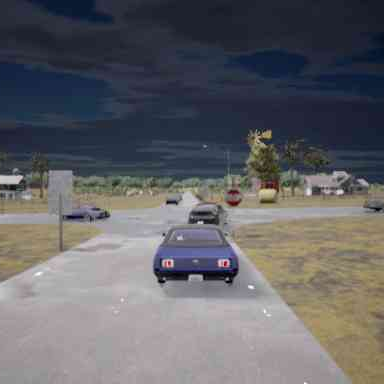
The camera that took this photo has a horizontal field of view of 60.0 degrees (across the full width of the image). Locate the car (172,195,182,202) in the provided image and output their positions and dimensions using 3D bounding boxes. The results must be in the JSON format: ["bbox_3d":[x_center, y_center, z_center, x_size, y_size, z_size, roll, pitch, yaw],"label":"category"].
[{"bbox_3d":[-3.204,1.311,70.923,1.994,1.385,4.181,0,0,-1],"label":"car"}]

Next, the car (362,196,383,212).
[{"bbox_3d":[17.889,1.021,29.057,5.357,1.411,2.033,-1,1,0],"label":"car"}]

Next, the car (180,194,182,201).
[{"bbox_3d":[-3.157,1.285,60.861,1.837,1.490,4.892,0,0,0],"label":"car"}]

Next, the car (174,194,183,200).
[{"bbox_3d":[-3.302,1.241,82.021,1.837,1.490,4.892,0,0,-1],"label":"car"}]

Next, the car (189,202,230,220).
[{"bbox_3d":[1.123,1.418,20.712,1.837,1.490,4.892,0,1,15],"label":"car"}]

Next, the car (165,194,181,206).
[{"bbox_3d":[-3.097,1.407,51.577,1.895,1.301,4.718,0,0,-1],"label":"car"}]

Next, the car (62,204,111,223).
[{"bbox_3d":[-8.677,1.657,26.997,4.181,1.385,1.994,-1,2,27],"label":"car"}]

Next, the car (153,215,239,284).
[{"bbox_3d":[0.080,1.559,9.392,1.895,1.301,4.718,0,0,0],"label":"car"}]
